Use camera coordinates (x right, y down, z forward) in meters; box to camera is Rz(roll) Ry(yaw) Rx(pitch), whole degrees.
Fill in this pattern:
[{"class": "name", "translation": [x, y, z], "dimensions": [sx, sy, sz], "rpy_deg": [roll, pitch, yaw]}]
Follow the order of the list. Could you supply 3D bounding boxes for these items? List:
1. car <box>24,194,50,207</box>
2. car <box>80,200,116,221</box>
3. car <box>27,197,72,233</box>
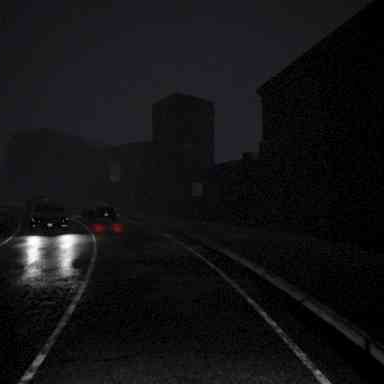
[{"class": "car", "translation": [-17.173, 0.987, 37.354], "dimensions": [4.902, 1.511, 2.128], "rpy_deg": [2, -1, 43]}, {"class": "car", "translation": [-6.917, 1.318, 24.540], "dimensions": [1.812, 1.442, 4.674], "rpy_deg": [2, 0, -29]}, {"class": "car", "translation": [-7.724, 1.280, 18.022], "dimensions": [1.837, 1.490, 4.892], "rpy_deg": [2, 0, -24]}]
